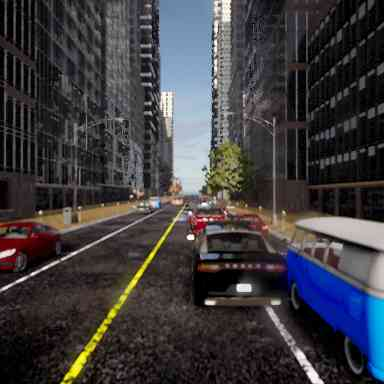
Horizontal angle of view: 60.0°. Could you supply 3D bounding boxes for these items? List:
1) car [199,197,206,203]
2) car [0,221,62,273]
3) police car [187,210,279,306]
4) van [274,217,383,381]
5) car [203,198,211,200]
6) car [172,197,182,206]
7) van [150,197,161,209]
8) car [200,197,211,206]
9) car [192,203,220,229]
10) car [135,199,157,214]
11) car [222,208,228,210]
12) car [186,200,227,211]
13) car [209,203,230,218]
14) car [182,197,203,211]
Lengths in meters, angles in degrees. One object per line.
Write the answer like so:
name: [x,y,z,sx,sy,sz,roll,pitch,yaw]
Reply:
car: [2.793,2.131,90.626,1.887,1.381,4.507,0,0,0]
car: [-5.679,1.663,10.944,1.802,1.307,4.206,0,0,0]
police car: [0.909,1.488,8.372,1.930,1.638,5.238,0,0,0]
van: [2.695,1.381,5.242,1.690,1.788,3.998,0,0,0]
car: [2.741,1.877,45.086,2.008,1.369,4.403,0,0,0]
car: [-2.926,1.810,67.278,2.097,1.767,4.553,0,0,0]
van: [-5.633,1.703,50.793,1.690,1.788,3.998,0,0,0]
car: [2.766,1.902,67.856,1.967,1.590,4.097,0,0,0]
car: [0.927,1.636,24.452,1.801,1.575,5.366,0,0,0]
car: [-5.647,1.839,39.407,2.008,1.369,4.403,0,0,0]
car: [2.708,1.705,16.624,1.802,1.307,4.206,0,0,0]
car: [0.870,1.486,18.225,2.097,1.767,4.553,0,0,0]
car: [2.728,1.830,33.702,1.802,1.307,4.206,0,0,0]
car: [0.059,1.818,45.160,2.128,1.511,4.902,0,0,0]
